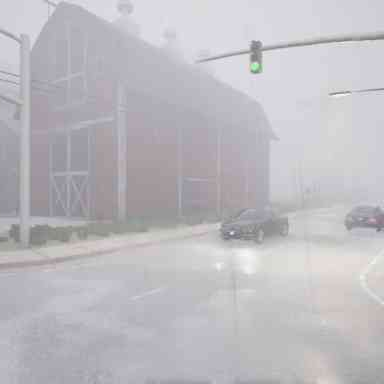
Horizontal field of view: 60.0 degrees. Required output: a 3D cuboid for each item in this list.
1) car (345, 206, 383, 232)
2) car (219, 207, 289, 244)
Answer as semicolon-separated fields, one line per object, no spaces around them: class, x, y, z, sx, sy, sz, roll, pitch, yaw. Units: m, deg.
car;10.835;1.559;20.459;2.033;1.411;5.357;0;0;36
car;3.120;1.504;16.038;1.837;1.490;4.892;0;0;36
